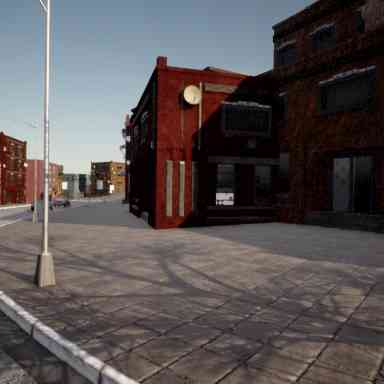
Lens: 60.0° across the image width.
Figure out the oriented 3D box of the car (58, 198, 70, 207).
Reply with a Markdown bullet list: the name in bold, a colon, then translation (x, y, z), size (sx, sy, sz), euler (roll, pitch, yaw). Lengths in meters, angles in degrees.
- **car**: translation (-20.990, 1.693, 53.659), size (1.812, 1.442, 4.674), euler (1, 0, -9)

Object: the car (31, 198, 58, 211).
- **car**: translation (-19.133, 1.683, 42.720), size (1.994, 1.385, 4.181), euler (1, 0, -9)
